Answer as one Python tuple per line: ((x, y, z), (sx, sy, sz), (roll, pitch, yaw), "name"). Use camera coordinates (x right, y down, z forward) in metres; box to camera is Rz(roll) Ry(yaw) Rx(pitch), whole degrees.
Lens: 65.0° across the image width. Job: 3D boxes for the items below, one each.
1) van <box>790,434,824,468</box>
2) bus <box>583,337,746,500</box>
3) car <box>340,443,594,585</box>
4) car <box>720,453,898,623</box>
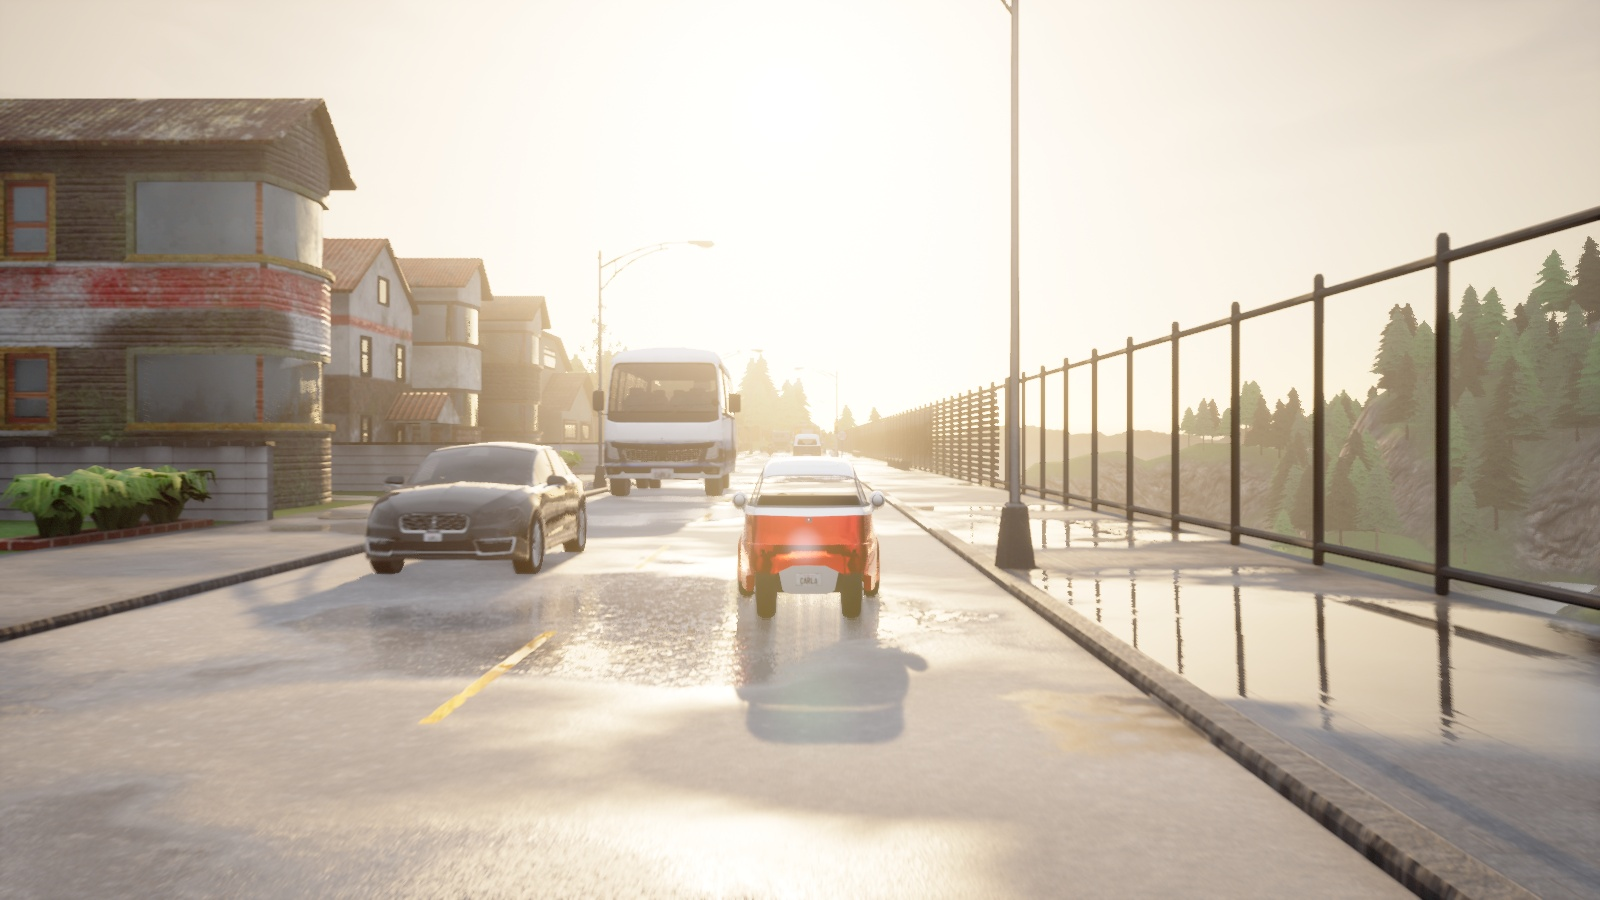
((0.448, 0.032, 77.851), (2.069, 2.038, 4.480), (0, 0, 0), "van")
((-3.764, -0.847, 38.024), (3.944, 4.253, 10.273), (0, 0, -1), "bus")
((-3.898, 0.660, 15.636), (1.837, 1.490, 4.892), (0, 0, 0), "car")
((0.079, 0.736, 11.560), (1.481, 1.376, 2.207), (0, 1, 0), "car")
